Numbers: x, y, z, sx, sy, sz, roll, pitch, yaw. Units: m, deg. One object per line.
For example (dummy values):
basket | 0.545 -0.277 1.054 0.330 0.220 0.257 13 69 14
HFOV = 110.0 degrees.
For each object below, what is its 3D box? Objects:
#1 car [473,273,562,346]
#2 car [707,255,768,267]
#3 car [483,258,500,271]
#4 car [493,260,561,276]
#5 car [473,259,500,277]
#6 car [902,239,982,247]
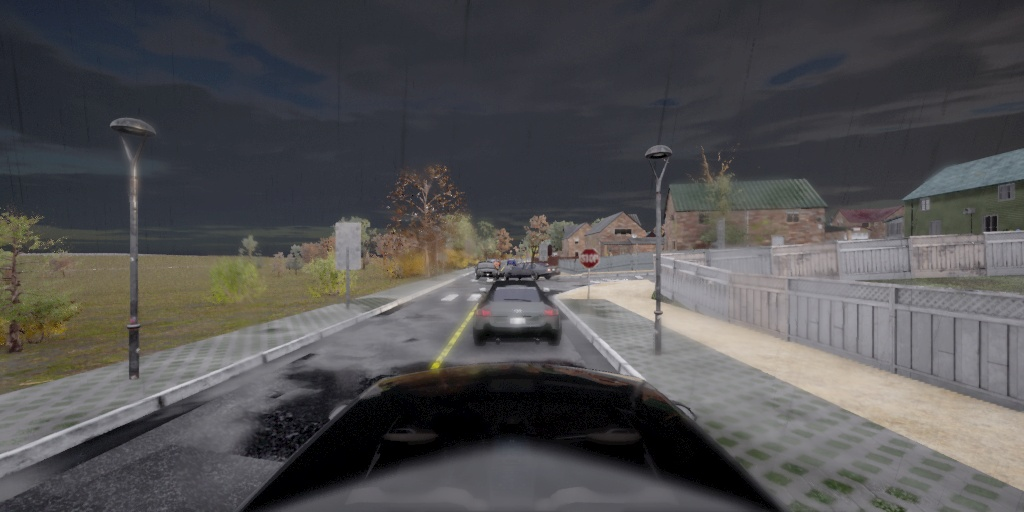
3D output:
car | 0.091 1.313 9.414 1.994 1.385 4.181 0 0 -1
car | 14.356 0.413 22.826 4.181 1.385 1.994 -3 0 16
car | -2.920 1.121 51.154 2.097 1.767 4.553 0 0 1
car | 1.297 1.198 28.430 5.357 1.411 2.033 -4 -3 43
car | -2.294 1.258 31.336 1.837 1.490 4.892 0 0 -8
car | 23.860 -0.209 20.418 4.902 1.511 2.128 -3 0 14
